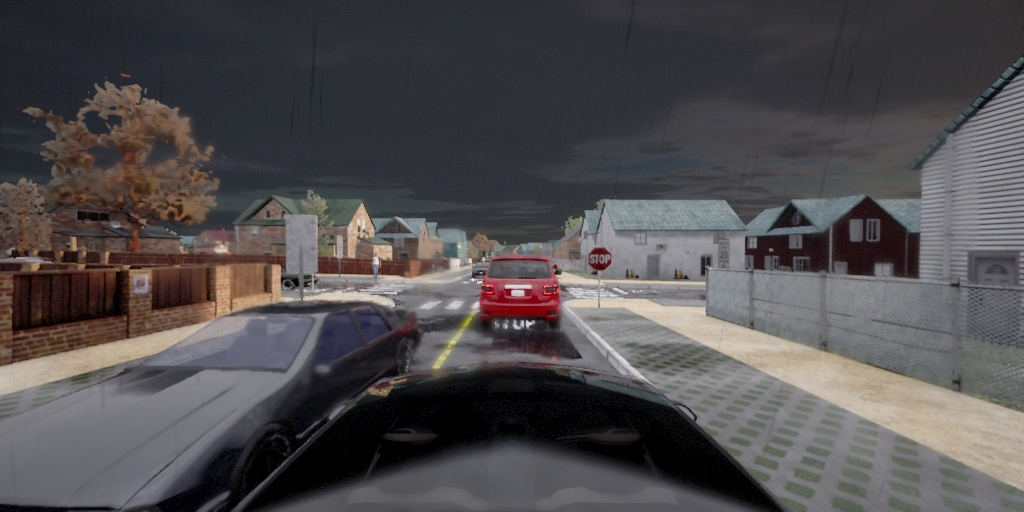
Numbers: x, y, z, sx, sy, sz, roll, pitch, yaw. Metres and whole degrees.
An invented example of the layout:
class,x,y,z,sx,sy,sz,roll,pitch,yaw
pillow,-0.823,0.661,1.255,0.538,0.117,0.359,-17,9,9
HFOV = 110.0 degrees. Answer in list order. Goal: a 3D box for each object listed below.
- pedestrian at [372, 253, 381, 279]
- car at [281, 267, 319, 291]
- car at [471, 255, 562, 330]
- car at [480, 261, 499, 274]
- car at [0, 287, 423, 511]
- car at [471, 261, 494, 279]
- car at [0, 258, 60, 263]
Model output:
class,x,y,z,sx,sy,sz,roll,pitch,yaw
pedestrian,-9.627,0.650,25.334,0.375,1.860,0.375,0,0,1
car,-13.242,1.161,19.581,4.718,1.301,1.895,1,1,0
car,0.405,0.986,11.385,2.150,2.045,5.566,0,0,5
car,-2.737,1.354,44.529,2.033,1.411,5.357,0,0,0
car,-2.657,1.301,4.424,2.033,1.411,5.357,0,0,3
car,-2.778,1.300,34.696,1.837,1.490,4.892,0,0,0
car,-26.394,0.819,19.790,4.674,1.442,1.812,1,1,1
